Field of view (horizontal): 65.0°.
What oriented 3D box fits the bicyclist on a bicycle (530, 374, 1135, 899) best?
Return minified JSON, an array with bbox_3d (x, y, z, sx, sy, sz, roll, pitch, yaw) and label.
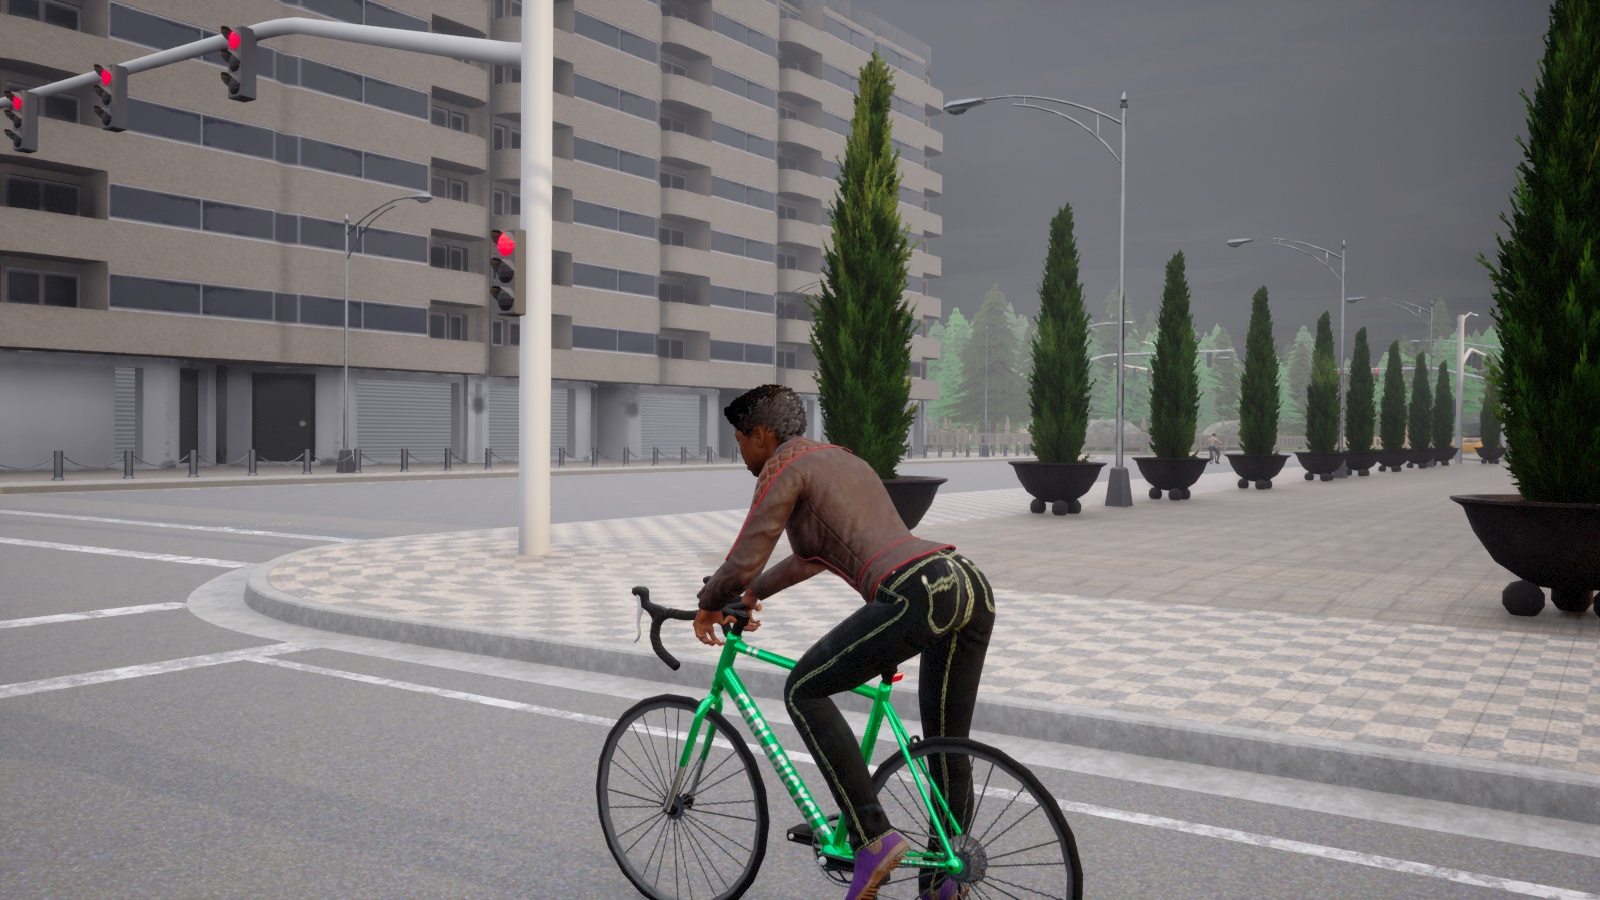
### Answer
[{"bbox_3d":[0.045,0.635,3.593,1.656,1.620,0.582,0,1,34],"label":"bicyclist on a bicycle"}]
